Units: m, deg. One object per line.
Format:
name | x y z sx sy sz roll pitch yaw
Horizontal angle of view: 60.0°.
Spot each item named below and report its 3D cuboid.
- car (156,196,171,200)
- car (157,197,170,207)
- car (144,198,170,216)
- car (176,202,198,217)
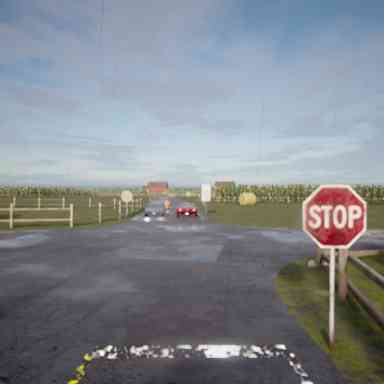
car | -3.930 1.365 42.497 2.097 1.767 4.553 0 0 -3
car | -4.442 1.521 52.779 1.837 1.490 4.892 0 0 -3
car | -3.520 1.557 32.538 2.033 1.411 5.357 0 0 -2
car | -0.515 1.609 31.193 1.895 1.301 4.718 0 0 -2
